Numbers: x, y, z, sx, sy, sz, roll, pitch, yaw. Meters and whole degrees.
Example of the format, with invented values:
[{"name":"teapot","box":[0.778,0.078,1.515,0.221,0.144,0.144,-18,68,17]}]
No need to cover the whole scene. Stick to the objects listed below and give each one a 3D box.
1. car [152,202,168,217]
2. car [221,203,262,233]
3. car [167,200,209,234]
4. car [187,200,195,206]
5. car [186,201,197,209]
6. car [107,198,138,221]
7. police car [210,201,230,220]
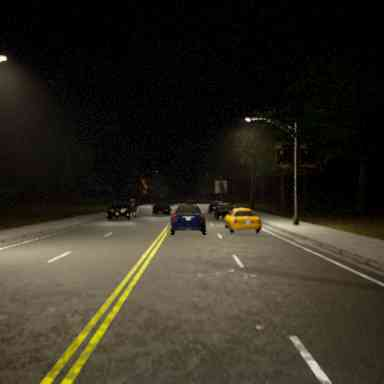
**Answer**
[{"name":"car","box":[-3.460,1.967,38.082,1.882,1.535,5.008,0,-1,0]},{"name":"car","box":[3.189,1.730,21.552,1.801,1.575,5.366,0,-1,0]},{"name":"car","box":[-0.210,1.621,21.220,2.097,1.767,4.553,0,-1,0]},{"name":"car","box":[-0.224,2.567,75.731,1.895,1.301,4.718,0,-1,0]},{"name":"car","box":[-0.101,2.359,63.018,2.033,1.411,5.357,0,-1,0]},{"name":"car","box":[-6.693,1.639,32.499,2.150,2.045,5.566,0,-1,0]},{"name":"police car","box":[3.156,1.840,32.474,1.930,1.638,5.238,0,-1,0]}]
